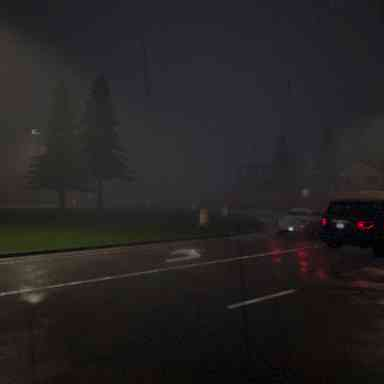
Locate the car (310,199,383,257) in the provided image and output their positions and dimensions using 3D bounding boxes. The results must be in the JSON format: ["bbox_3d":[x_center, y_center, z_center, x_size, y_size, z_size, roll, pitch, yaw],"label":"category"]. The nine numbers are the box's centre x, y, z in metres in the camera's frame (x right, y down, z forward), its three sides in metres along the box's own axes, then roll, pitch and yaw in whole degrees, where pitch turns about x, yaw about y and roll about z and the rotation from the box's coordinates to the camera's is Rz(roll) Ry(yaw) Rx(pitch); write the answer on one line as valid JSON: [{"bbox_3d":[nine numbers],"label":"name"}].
[{"bbox_3d":[7.485,1.294,13.427,5.566,2.045,2.150,0,0,-35],"label":"car"}]

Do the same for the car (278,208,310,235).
[{"bbox_3d":[6.231,1.605,18.424,1.812,1.442,4.674,1,0,35],"label":"car"}]
